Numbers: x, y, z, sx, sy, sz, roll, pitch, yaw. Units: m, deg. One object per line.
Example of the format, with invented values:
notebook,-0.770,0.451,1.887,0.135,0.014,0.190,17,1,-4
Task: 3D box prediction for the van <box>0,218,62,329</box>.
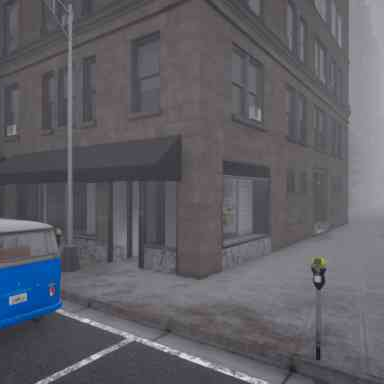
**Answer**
van,-4.073,1.340,5.985,3.998,1.788,1.690,0,0,36
